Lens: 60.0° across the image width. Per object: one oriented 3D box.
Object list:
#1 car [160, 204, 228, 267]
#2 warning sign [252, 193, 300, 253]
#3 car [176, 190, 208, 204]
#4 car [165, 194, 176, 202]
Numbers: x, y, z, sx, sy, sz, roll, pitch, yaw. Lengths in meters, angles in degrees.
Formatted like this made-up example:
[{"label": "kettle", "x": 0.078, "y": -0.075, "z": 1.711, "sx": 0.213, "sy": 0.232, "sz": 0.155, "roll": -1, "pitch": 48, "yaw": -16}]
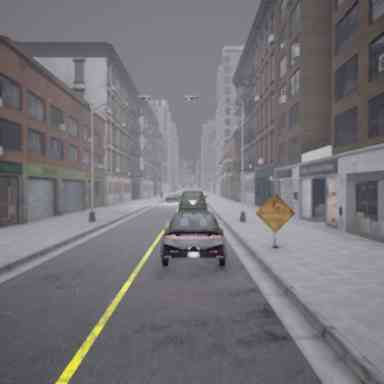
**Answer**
[{"label": "car", "x": 0.064, "y": 1.347, "z": 10.833, "sx": 2.128, "sy": 1.511, "sz": 4.902, "roll": 0, "pitch": 1, "yaw": 1}, {"label": "warning sign", "x": 2.724, "y": 0.971, "z": 10.910, "sx": 1.300, "sy": 1.860, "sz": 1.060, "roll": 0, "pitch": 1, "yaw": 0}, {"label": "car", "x": 0.084, "y": 0.861, "z": 27.191, "sx": 2.150, "sy": 2.045, "sz": 5.566, "roll": 0, "pitch": 1, "yaw": 0}, {"label": "car", "x": -3.039, "y": 0.904, "z": 51.121, "sx": 1.895, "sy": 1.301, "sz": 4.718, "roll": 0, "pitch": 1, "yaw": 0}]
